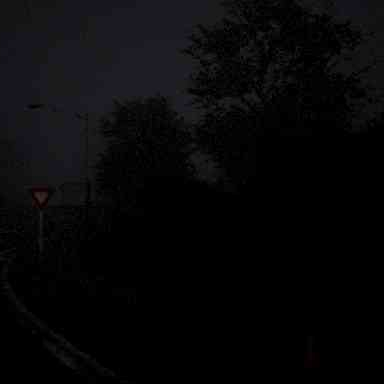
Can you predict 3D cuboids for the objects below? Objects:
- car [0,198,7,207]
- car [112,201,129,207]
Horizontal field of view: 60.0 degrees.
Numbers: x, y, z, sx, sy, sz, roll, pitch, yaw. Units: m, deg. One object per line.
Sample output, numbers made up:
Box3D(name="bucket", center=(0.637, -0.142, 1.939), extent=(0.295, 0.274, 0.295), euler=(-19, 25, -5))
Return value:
Box3D(name="car", center=(-26.649, 1.230, 43.911), extent=(4.181, 1.385, 1.994), euler=(1, 1, 21))
Box3D(name="car", center=(-14.439, 2.658, 69.992), extent=(4.892, 1.521, 2.231), euler=(1, -4, 4))
